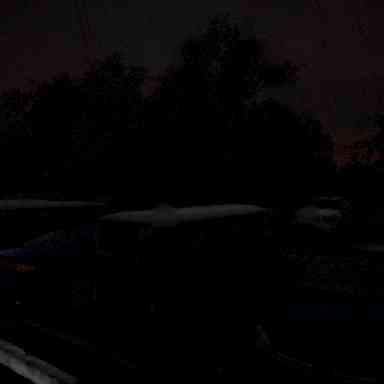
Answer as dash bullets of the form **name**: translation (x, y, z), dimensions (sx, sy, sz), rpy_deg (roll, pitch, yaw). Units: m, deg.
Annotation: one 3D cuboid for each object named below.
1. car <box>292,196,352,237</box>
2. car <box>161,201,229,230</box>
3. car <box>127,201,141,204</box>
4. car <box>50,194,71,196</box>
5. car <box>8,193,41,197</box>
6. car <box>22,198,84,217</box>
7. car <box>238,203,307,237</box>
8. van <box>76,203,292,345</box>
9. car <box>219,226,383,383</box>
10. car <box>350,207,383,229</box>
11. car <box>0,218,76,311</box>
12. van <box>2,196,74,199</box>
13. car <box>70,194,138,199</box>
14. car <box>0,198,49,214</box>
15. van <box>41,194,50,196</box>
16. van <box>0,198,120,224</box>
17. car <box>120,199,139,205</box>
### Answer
- **car**: translation (7.048, 1.248, 17.580), dimensions (2.435, 2.045, 5.566), rpy_deg (0, 0, 35)
- **car**: translation (0.360, 1.502, 22.548), dimensions (1.946, 1.575, 5.366), rpy_deg (0, 0, 35)
- **car**: translation (-2.030, 1.534, 23.969), dimensions (2.163, 1.488, 4.792), rpy_deg (0, 0, 35)
- **car**: translation (-8.811, 1.221, 28.813), dimensions (2.435, 2.045, 5.566), rpy_deg (0, 0, 35)
- **car**: translation (-15.620, 1.169, 33.606), dimensions (2.435, 2.045, 5.566), rpy_deg (0, 0, 35)
- **car**: translation (-13.261, 1.435, 32.137), dimensions (1.946, 1.575, 5.366), rpy_deg (0, 0, 35)
- **car**: translation (4.793, 1.505, 19.195), dimensions (2.231, 1.521, 4.892), rpy_deg (0, 0, 35)
- **van**: translation (0.248, 1.272, 6.550), dimensions (1.878, 1.987, 4.442), rpy_deg (0, 0, 35)
- **car**: translation (2.475, 1.533, 4.843), dimensions (2.002, 1.452, 4.674), rpy_deg (0, 0, 35)
- **car**: translation (9.338, 1.495, 16.010), dimensions (2.097, 1.535, 5.008), rpy_deg (0, 0, 35)
- **car**: translation (-2.115, 1.502, 8.063), dimensions (2.097, 1.535, 5.008), rpy_deg (0, 0, 35)
- **van**: translation (-6.631, 1.279, 11.391), dimensions (1.878, 1.987, 4.442), rpy_deg (0, 0, 35)
- **car**: translation (-6.574, 1.234, 27.168), dimensions (2.435, 2.045, 5.566), rpy_deg (0, 0, 35)
- **car**: translation (-17.924, 1.433, 35.157), dimensions (2.163, 1.488, 4.792), rpy_deg (0, 0, 35)
- **van**: translation (-11.031, 1.230, 30.483), dimensions (1.878, 1.987, 4.442), rpy_deg (0, 0, 35)
- **van**: translation (-4.475, 1.279, 9.588), dimensions (1.878, 1.987, 4.442), rpy_deg (0, 0, 35)
- **car**: translation (-4.272, 1.525, 25.618), dimensions (2.163, 1.488, 4.792), rpy_deg (0, 0, 35)
